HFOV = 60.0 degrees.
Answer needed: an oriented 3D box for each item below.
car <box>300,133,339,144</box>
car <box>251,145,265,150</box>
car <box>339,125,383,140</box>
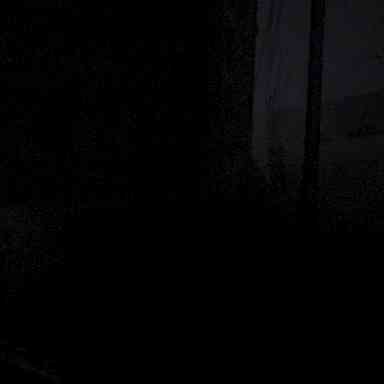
[{"bbox_3d":[13.367,-5.263,34.335,2.185,1.767,4.553,1,1,-29],"label":"car"},{"bbox_3d":[7.997,-5.484,43.953,2.231,1.521,4.892,1,1,-29],"label":"car"},{"bbox_3d":[16.055,-5.083,29.516,2.185,1.767,4.553,1,1,-29],"label":"car"}]
